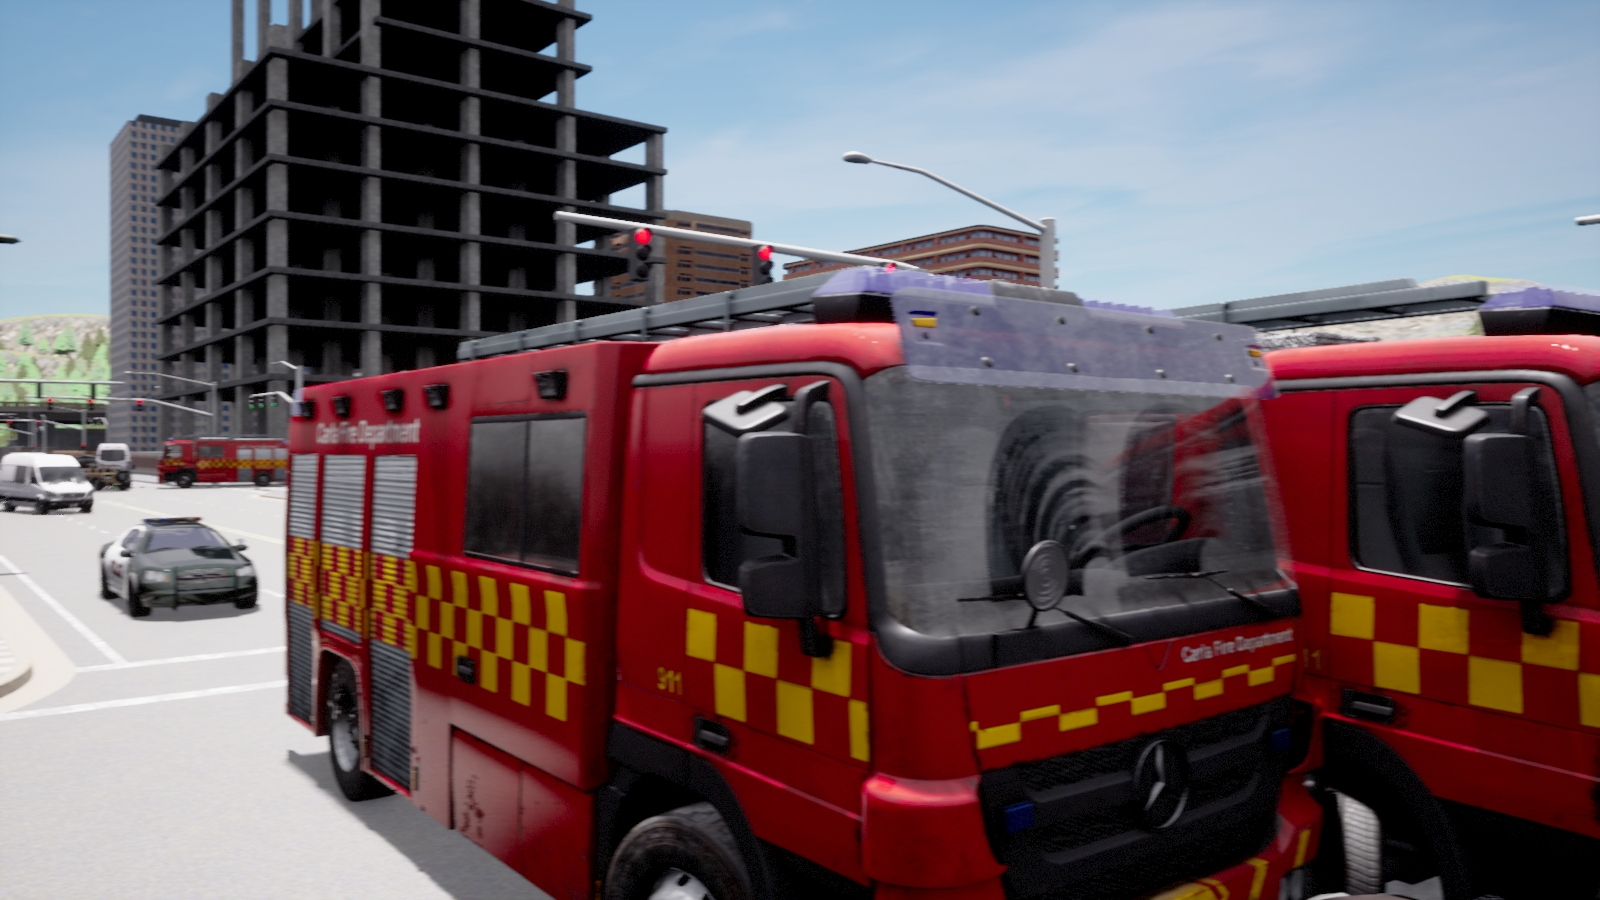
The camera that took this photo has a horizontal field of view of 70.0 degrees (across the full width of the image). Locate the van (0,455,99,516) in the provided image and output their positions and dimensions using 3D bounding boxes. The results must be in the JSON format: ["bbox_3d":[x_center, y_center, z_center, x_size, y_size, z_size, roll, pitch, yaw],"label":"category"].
[{"bbox_3d":[-33.286,1.499,50.491,5.915,2.561,1.988,0,0,38],"label":"van"}]

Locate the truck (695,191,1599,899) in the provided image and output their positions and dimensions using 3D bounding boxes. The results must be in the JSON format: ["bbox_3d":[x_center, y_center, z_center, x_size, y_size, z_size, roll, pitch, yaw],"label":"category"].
[{"bbox_3d":[2.386,0.881,8.613,2.891,3.827,8.468,0,0,-31],"label":"truck"}]

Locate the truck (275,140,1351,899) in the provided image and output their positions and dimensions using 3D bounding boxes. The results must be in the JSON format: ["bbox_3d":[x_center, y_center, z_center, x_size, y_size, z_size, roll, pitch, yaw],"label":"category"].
[{"bbox_3d":[-1.062,0.882,8.017,2.891,3.827,8.468,0,0,-38],"label":"truck"}]

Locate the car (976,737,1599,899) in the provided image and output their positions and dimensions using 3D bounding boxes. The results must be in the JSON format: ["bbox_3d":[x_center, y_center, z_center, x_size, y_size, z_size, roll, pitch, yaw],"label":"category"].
[{"bbox_3d":[2.467,2.060,3.117,1.970,1.475,3.806,0,0,-30],"label":"car"}]

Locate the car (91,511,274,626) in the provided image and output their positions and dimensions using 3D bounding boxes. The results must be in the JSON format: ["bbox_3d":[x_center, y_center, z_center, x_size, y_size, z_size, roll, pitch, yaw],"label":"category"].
[{"bbox_3d":[-11.329,2.021,20.776,2.038,1.542,4.974,0,0,-39],"label":"car"}]
